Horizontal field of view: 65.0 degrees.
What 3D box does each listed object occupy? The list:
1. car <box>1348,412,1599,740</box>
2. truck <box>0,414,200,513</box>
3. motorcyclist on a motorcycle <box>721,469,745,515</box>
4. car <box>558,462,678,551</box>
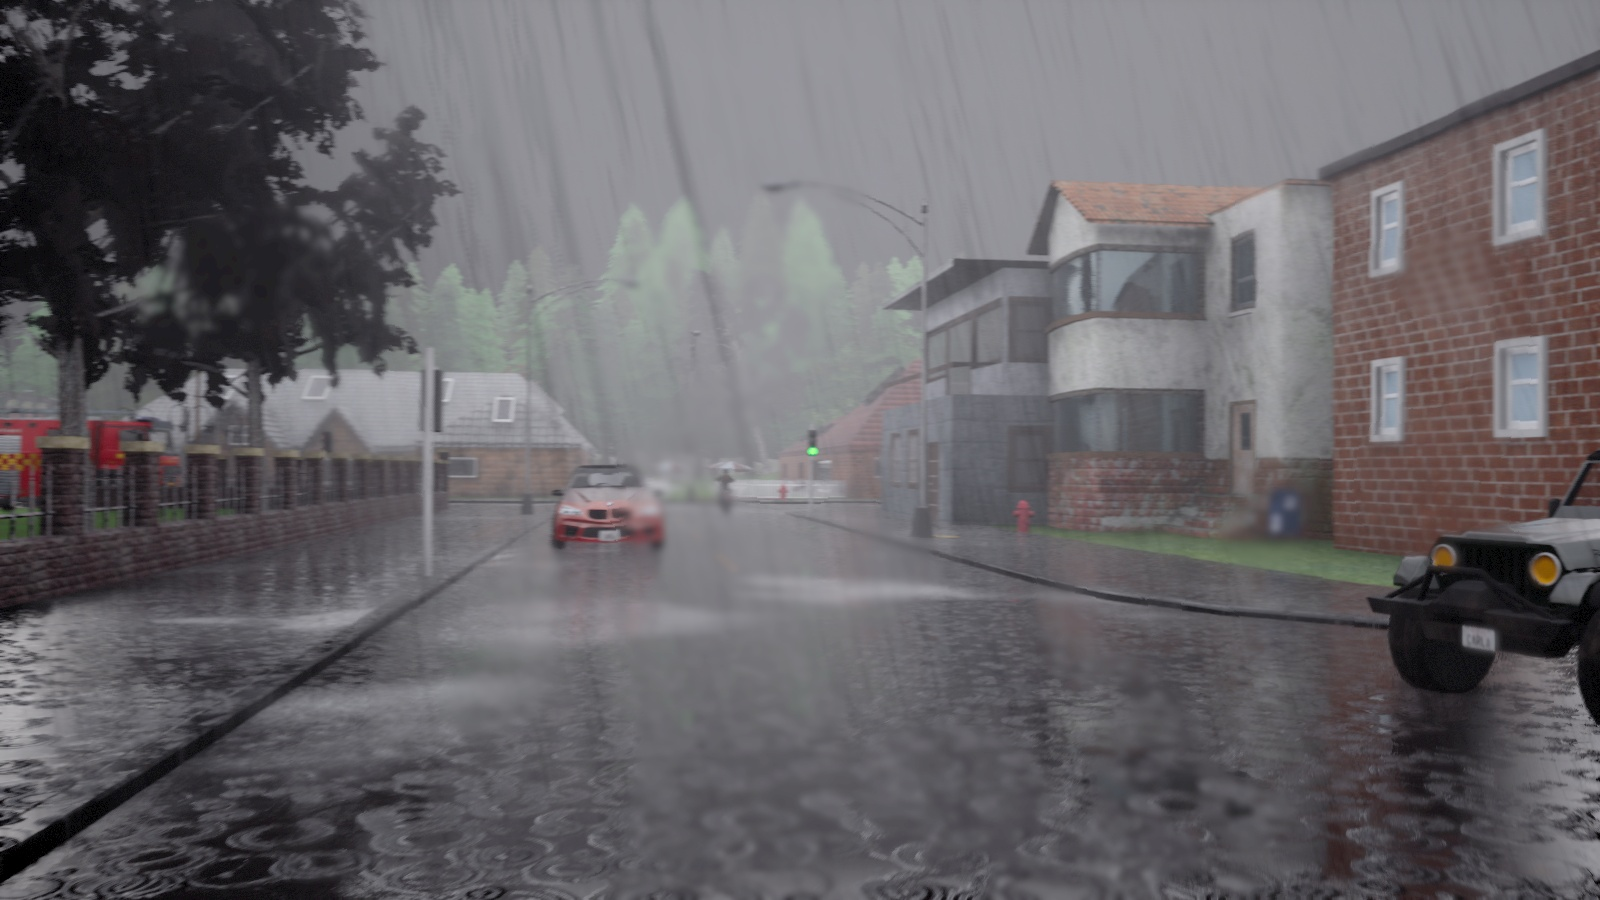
[{"bbox_3d":[6.068,0.745,8.633,3.866,1.878,1.905,0,-1,-15],"label":"car"},{"bbox_3d":[-28.799,0.543,49.851,8.468,3.827,2.891,0,-1,-9],"label":"truck"},{"bbox_3d":[-2.500,1.560,46.916,0.766,1.649,2.350,0,-1,-6],"label":"motorcyclist on a motorcycle"},{"bbox_3d":[-3.846,1.106,26.086,2.242,1.667,4.611,0,-1,-10],"label":"car"}]
